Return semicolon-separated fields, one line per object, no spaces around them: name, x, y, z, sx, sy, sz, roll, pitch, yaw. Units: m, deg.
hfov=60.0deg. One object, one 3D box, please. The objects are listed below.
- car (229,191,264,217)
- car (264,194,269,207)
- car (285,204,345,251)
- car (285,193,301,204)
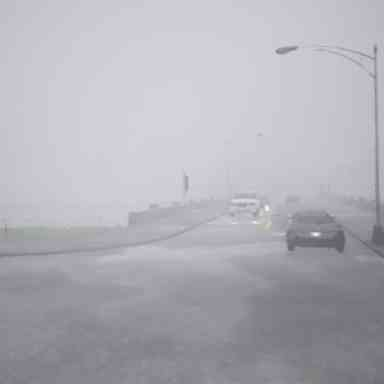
car;4.581;0.940;28.261;2.150;2.045;5.566;-1;0;15
car;7.383;1.148;38.126;2.033;1.411;5.357;-1;0;16
car;4.752;1.387;13.249;1.994;1.385;4.181;-1;0;16
car;13.673;0.919;45.174;1.882;1.535;5.008;-1;0;16
